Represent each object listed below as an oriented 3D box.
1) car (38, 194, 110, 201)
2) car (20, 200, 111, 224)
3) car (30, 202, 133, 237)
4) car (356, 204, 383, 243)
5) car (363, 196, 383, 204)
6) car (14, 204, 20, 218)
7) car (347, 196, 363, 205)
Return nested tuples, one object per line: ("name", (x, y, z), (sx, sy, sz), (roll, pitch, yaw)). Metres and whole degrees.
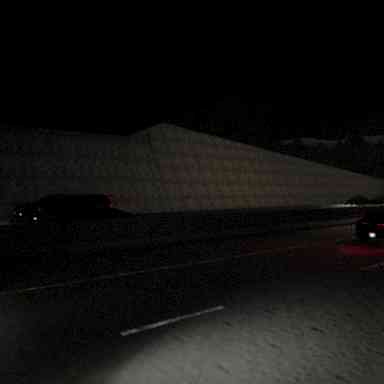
("car", (-8.401, 1.185, 23.795), (5.566, 2.045, 2.150), (0, 0, -35))
("car", (-7.419, 1.462, 20.196), (4.902, 1.511, 2.128), (0, 0, -36))
("car", (-5.437, 1.476, 17.310), (4.892, 1.490, 1.837), (0, 0, -35))
("car", (9.079, 1.426, 14.520), (4.892, 1.490, 1.837), (0, 0, -35))
("car", (28.518, 1.316, 49.997), (5.357, 1.411, 2.033), (0, 0, -35))
("car", (-10.907, 1.188, 26.307), (5.566, 2.045, 2.150), (0, 0, -35))
("car", (26.457, 1.313, 52.826), (4.181, 1.385, 1.994), (0, 0, -35))
